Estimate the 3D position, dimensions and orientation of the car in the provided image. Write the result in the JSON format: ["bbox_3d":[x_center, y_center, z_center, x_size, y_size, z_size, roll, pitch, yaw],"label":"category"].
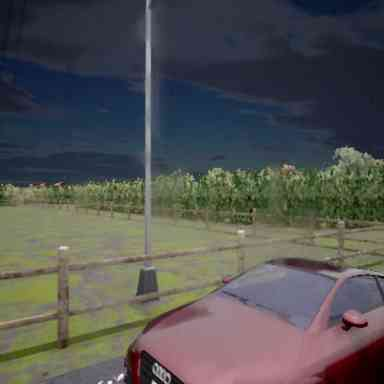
[{"bbox_3d":[1.334,1.573,4.038,4.181,1.385,1.994,0,0,-36],"label":"car"}]
